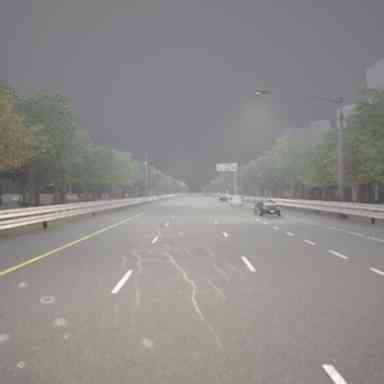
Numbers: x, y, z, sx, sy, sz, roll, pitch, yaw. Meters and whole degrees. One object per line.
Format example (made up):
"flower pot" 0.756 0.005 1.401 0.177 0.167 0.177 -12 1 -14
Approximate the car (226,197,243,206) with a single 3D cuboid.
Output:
"car" 7.167 1.568 54.252 1.812 1.442 4.674 0 0 0

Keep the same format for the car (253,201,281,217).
"car" 7.057 1.548 31.476 1.812 1.442 4.674 0 0 0

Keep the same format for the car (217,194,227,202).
"car" 7.348 1.529 78.844 1.882 1.535 5.008 0 0 1
